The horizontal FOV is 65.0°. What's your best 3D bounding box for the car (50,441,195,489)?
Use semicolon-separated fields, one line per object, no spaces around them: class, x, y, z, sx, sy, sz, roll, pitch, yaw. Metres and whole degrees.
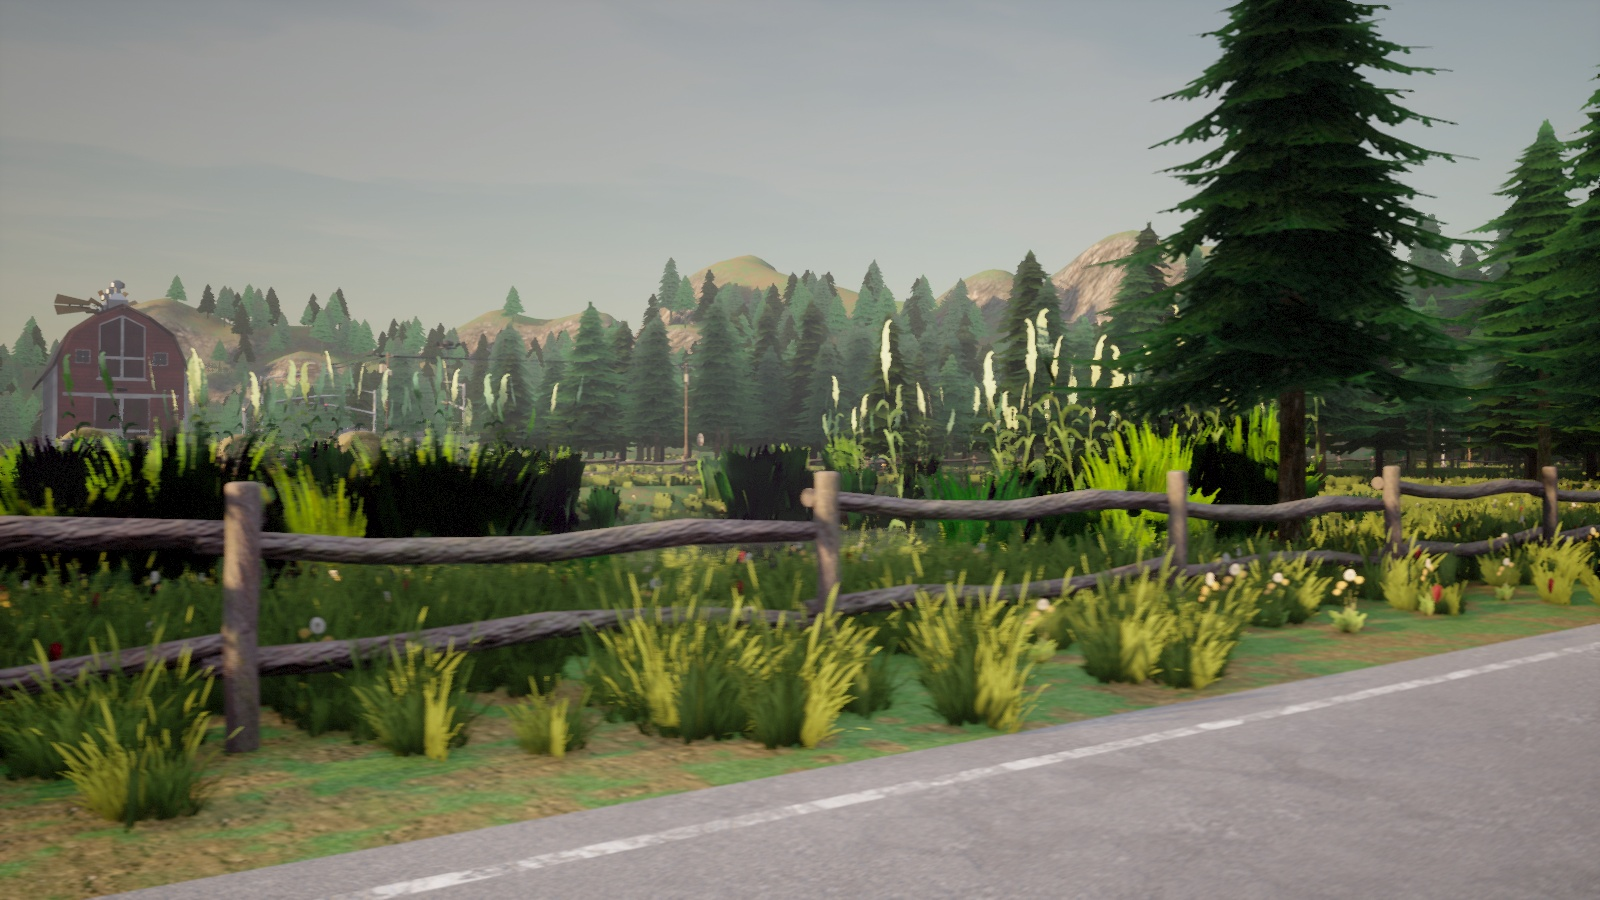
car;-29.924;0.637;55.544;5.566;2.045;2.150;0;0;-30
